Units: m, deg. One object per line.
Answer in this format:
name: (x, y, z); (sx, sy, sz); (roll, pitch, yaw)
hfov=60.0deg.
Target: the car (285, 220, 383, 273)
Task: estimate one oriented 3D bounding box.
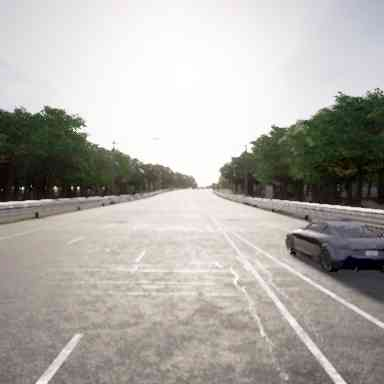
car: (4.588, 1.584, 10.774); (1.994, 1.385, 4.181); (1, 0, -4)
